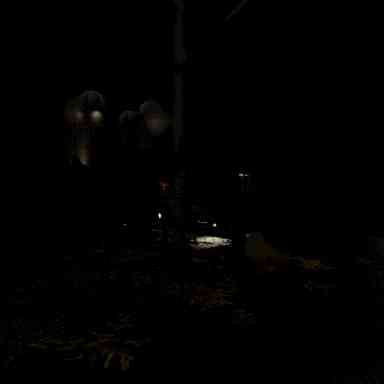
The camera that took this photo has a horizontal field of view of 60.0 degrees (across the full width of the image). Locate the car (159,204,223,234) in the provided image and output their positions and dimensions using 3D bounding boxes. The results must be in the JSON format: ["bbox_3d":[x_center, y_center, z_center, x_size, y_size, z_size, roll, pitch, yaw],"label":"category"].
[{"bbox_3d":[-0.199,1.505,19.565,1.837,1.490,4.892,0,0,-35],"label":"car"}]
